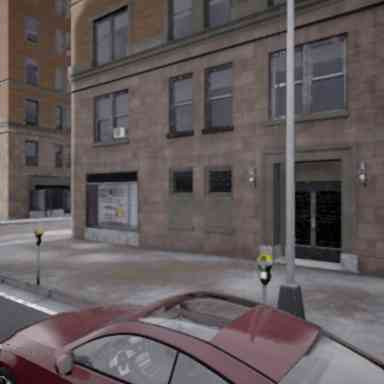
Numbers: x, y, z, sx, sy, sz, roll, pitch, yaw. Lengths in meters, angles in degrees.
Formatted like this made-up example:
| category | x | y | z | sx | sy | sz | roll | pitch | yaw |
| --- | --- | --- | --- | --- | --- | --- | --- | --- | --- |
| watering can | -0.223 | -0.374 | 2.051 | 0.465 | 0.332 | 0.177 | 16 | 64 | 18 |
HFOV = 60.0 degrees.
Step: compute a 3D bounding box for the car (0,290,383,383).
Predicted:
| category | x | y | z | sx | sy | sz | roll | pitch | yaw |
| --- | --- | --- | --- | --- | --- | --- | --- | --- | --- |
| car | -0.098 | 1.581 | 2.880 | 4.206 | 1.307 | 1.802 | 0 | 0 | 36 |
